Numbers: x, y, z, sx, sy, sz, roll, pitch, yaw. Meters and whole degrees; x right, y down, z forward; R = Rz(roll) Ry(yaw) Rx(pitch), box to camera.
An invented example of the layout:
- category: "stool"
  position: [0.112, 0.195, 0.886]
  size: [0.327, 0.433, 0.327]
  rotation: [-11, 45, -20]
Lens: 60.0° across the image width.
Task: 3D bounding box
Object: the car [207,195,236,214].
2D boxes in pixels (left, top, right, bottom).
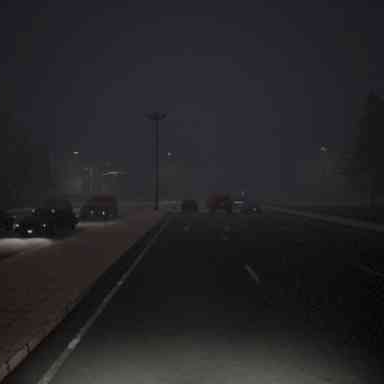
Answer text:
- category: "car"
  position: [3.234, 1.351, 37.675]
  size: [2.150, 2.045, 5.566]
  rotation: [0, 0, 0]

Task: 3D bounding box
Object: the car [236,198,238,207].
- category: "car"
  position: [6.651, 1.659, 48.905]
  size: [2.128, 1.511, 4.902]
  rotation: [0, 0, 0]

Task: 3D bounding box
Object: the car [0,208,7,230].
- category: "car"
  position: [-11.715, 1.599, 18.664]
  size: [1.812, 1.442, 4.674]
  rotation: [0, 0, 0]

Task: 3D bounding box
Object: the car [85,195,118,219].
- category: "car"
  position: [-8.248, 1.333, 30.218]
  size: [2.150, 2.045, 5.566]
  rotation: [0, 0, 0]

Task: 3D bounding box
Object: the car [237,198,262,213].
- category: "car"
  position: [6.730, 1.655, 38.163]
  size: [1.812, 1.442, 4.674]
  rotation: [0, 0, 0]

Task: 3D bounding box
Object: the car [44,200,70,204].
- category: "car"
  position: [-11.743, 1.459, 28.364]
  size: [2.097, 1.767, 4.553]
  rotation: [0, 0, 0]

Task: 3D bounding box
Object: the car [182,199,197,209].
- category: "car"
  position: [-0.352, 1.735, 48.930]
  size: [1.994, 1.385, 4.181]
  rotation: [0, 0, 0]

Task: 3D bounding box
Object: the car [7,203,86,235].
- category: "car"
  position: [-8.223, 1.621, 19.510]
  size: [2.033, 1.411, 5.357]
  rotation: [0, 0, 0]

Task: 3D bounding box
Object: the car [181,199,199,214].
- category: "car"
  position: [-0.267, 1.610, 37.737]
  size: [1.882, 1.535, 5.008]
  rotation: [0, 0, 0]
